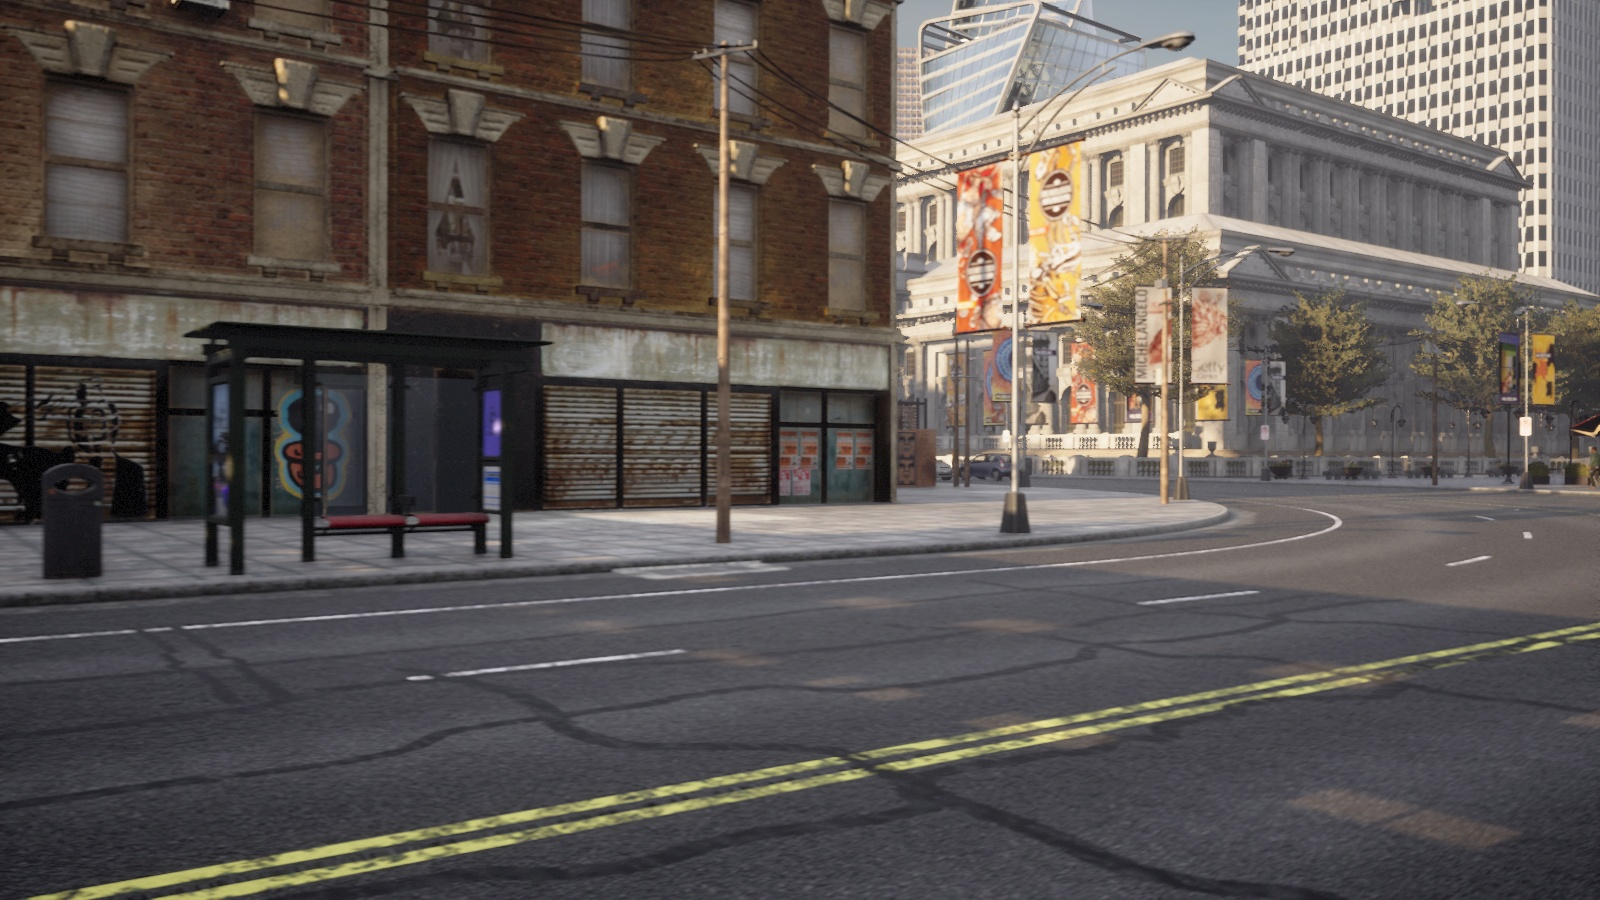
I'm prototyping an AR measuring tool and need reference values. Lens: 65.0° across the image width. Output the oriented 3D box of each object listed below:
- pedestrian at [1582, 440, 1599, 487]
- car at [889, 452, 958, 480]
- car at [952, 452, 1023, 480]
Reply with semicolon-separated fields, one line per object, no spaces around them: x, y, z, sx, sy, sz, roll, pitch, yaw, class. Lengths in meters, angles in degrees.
33.078;0.569;52.297;0.423;1.949;0.788;0;0;-19;pedestrian
7.184;0.907;73.287;1.851;1.617;3.988;0;0;-36;car
11.028;0.907;74.046;1.851;1.617;3.988;0;0;-37;car
